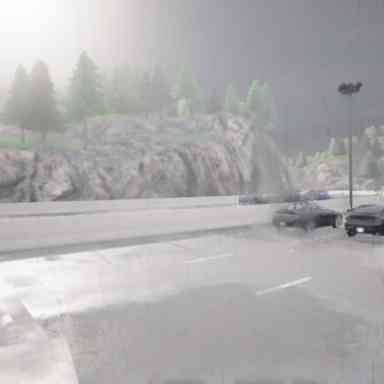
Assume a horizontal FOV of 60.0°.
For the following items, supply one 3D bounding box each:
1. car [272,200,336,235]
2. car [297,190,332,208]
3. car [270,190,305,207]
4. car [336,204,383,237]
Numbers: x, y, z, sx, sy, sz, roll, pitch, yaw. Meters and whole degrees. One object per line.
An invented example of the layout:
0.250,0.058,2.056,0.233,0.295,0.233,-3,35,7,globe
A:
6.278,1.312,17.864,4.902,1.511,2.128,-1,0,-40,car
15.455,0.788,41.750,2.150,2.045,5.566,0,1,42,car
12.619,0.811,43.833,2.150,2.045,5.566,0,1,42,car
8.886,1.306,15.500,4.892,1.490,1.837,-1,0,-40,car
